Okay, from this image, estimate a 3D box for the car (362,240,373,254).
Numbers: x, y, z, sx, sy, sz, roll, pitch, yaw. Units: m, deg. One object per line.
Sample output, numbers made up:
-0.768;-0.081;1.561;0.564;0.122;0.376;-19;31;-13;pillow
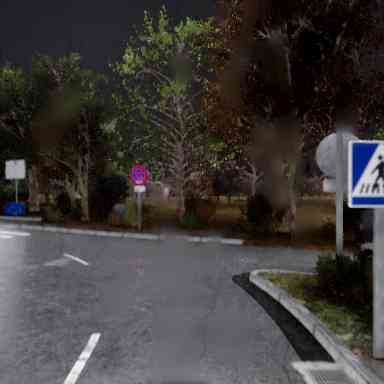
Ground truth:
6.994;1.422;7.958;2.033;1.411;5.357;0;-1;-40;car
